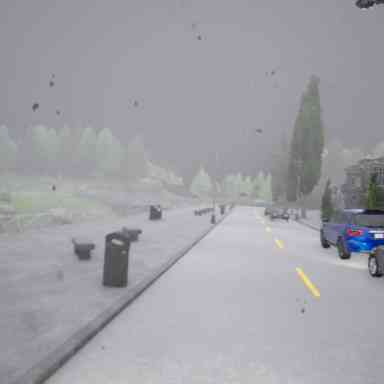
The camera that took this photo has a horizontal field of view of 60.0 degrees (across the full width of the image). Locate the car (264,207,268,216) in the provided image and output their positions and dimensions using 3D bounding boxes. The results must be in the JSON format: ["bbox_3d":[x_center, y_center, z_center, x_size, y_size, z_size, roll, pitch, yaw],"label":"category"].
[{"bbox_3d":[11.721,2.805,49.064,1.994,1.385,4.181,3,-1,9],"label":"car"}]

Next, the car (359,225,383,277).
[{"bbox_3d":[6.478,1.990,9.060,1.837,1.490,4.892,3,-1,9],"label":"car"}]

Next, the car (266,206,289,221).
[{"bbox_3d":[10.062,2.627,38.556,1.895,1.301,4.718,3,-1,10],"label":"car"}]

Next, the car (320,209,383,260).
[{"bbox_3d":[7.399,1.779,15.025,2.150,2.045,5.566,0,-1,9],"label":"car"}]
